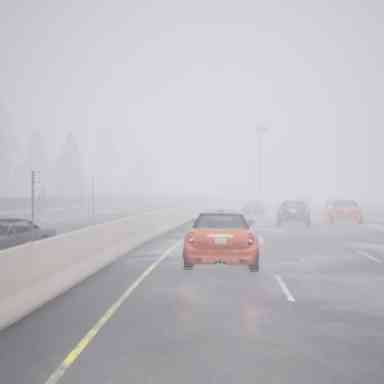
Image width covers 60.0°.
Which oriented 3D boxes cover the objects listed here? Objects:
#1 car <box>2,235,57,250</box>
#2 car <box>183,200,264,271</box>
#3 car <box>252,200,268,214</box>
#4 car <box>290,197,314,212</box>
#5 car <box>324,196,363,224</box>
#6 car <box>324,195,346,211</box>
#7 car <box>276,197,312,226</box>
[{"bbox_3d":[-6.343,1.542,10.591,1.895,1.301,4.718,0,0,6],"label":"car"},{"bbox_3d":[0.994,1.313,10.992,2.097,1.767,4.553,0,0,6],"label":"car"},{"bbox_3d":[6.063,1.463,31.743,1.994,1.385,4.181,0,0,20],"label":"car"},{"bbox_3d":[13.032,1.384,39.217,2.128,1.511,4.902,0,0,26],"label":"car"},{"bbox_3d":[10.939,1.294,24.281,2.097,1.767,4.553,0,0,16],"label":"car"},{"bbox_3d":[16.963,1.255,39.266,2.097,1.767,4.553,0,0,26],"label":"car"},{"bbox_3d":[7.004,1.287,23.226,2.097,1.767,4.553,0,0,15],"label":"car"}]
